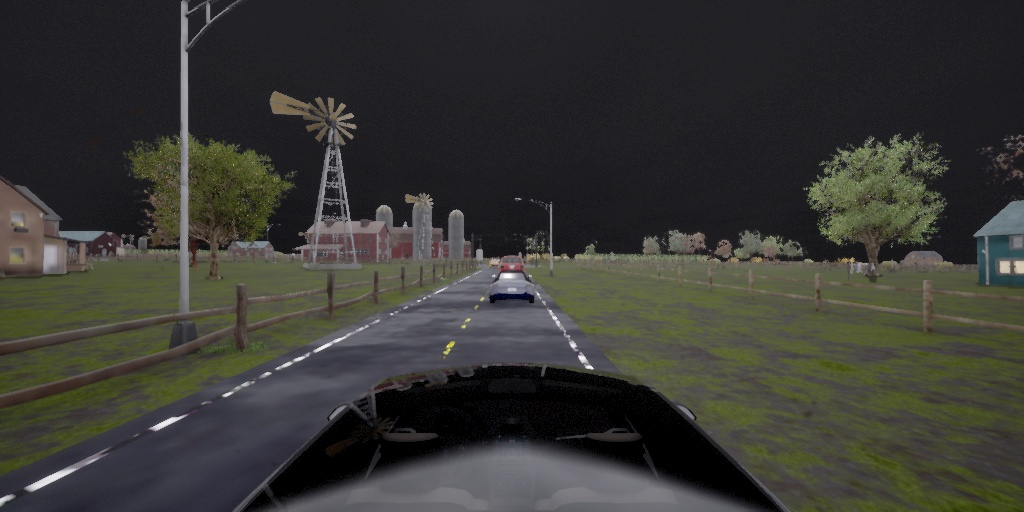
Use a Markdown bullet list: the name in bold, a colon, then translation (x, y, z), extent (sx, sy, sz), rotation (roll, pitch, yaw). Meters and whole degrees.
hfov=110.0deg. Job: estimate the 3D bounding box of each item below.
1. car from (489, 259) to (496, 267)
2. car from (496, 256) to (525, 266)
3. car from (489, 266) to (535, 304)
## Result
- **car**: translation (-2.750, 1.294, 59.459), extent (1.882, 1.535, 5.008), rotation (0, 0, 0)
- **car**: translation (0.000, 1.021, 31.537), extent (2.150, 2.045, 5.566), rotation (0, 0, 0)
- **car**: translation (0.000, 1.327, 16.502), extent (1.994, 1.385, 4.181), rotation (0, 0, 0)
